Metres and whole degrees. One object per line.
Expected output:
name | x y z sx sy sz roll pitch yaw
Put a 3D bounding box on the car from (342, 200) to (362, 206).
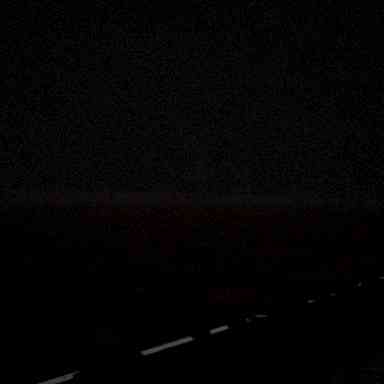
car | 38.581 2.571 80.434 1.895 1.301 4.718 3 -1 -16
